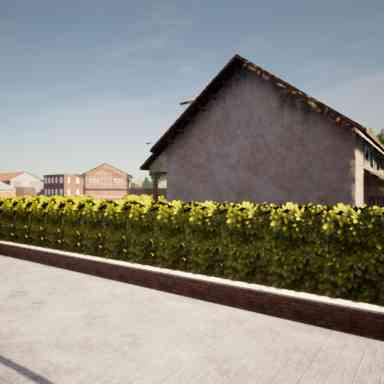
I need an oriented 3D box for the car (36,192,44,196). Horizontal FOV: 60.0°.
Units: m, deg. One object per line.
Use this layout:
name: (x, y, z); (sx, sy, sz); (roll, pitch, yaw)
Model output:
car: (-31.328, 0.972, 68.439); (3.866, 1.878, 1.905); (0, 0, 35)
